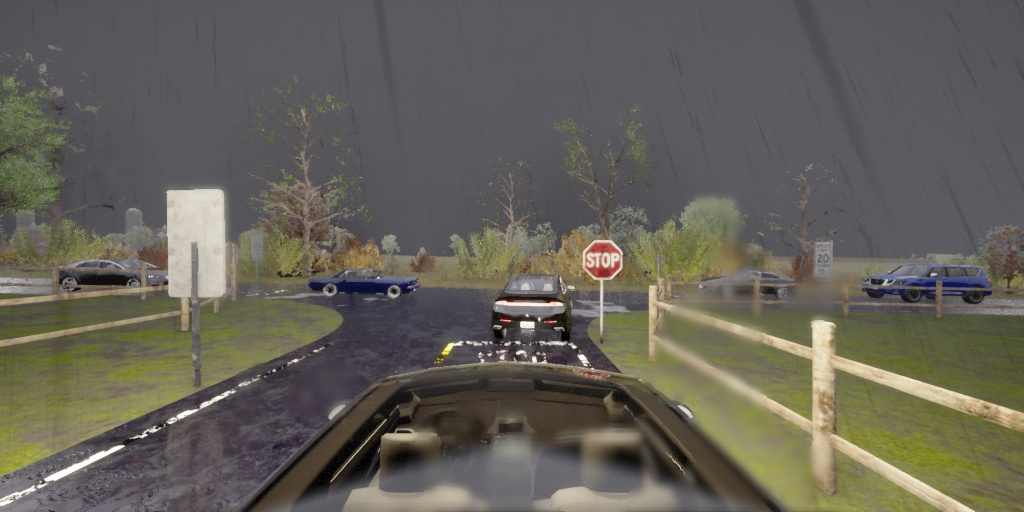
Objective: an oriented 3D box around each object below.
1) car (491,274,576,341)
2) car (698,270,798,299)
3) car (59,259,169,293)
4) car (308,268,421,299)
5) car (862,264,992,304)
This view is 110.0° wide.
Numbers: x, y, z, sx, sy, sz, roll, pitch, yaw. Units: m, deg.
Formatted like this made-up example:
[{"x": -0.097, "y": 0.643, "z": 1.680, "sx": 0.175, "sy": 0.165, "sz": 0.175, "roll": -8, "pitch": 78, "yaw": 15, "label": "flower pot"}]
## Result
[{"x": 0.709, "y": 1.240, "z": 9.956, "sx": 2.128, "sy": 1.511, "sz": 4.902, "roll": 0, "pitch": 0, "yaw": 9, "label": "car"}, {"x": 13.008, "y": 1.525, "z": 19.912, "sx": 4.902, "sy": 1.511, "sz": 2.128, "roll": 1, "pitch": 1, "yaw": 0, "label": "car"}, {"x": -18.486, "y": 0.885, "z": 17.008, "sx": 4.902, "sy": 1.511, "sz": 2.128, "roll": 1, "pitch": 1, "yaw": 0, "label": "car"}, {"x": -6.818, "y": 1.248, "z": 16.989, "sx": 4.718, "sy": 1.301, "sz": 1.895, "roll": 1, "pitch": 1, "yaw": 0, "label": "car"}, {"x": 22.904, "y": 1.466, "z": 19.899, "sx": 5.566, "sy": 2.045, "sz": 2.150, "roll": 1, "pitch": 1, "yaw": 0, "label": "car"}]
